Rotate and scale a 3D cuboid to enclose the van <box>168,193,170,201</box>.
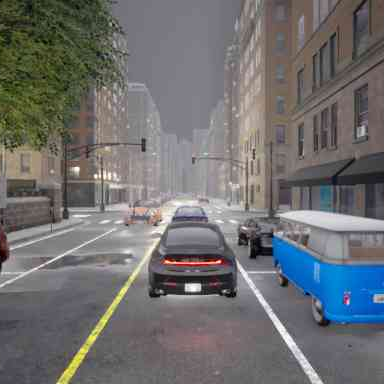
[{"bbox_3d":[-6.212,1.306,72.157,1.690,1.788,3.998,0,0,0],"label":"van"}]

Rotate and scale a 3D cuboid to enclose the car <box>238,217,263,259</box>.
[{"bbox_3d":[2.767,1.562,12.432,1.947,1.339,4.313,0,0,0],"label":"car"}]

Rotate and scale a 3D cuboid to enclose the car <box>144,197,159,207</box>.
[{"bbox_3d":[-6.045,1.494,50.185,1.752,1.417,4.829,0,0,0],"label":"car"}]

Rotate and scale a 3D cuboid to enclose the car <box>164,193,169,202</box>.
[{"bbox_3d":[-6.170,1.509,66.707,1.887,1.381,4.507,0,0,0],"label":"car"}]

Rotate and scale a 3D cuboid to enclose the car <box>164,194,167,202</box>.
[{"bbox_3d":[-6.129,1.510,61.256,1.887,1.381,4.507,0,0,0],"label":"car"}]

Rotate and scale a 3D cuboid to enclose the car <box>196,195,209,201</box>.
[{"bbox_3d":[2.353,1.405,66.807,1.967,1.590,4.097,0,0,0],"label":"car"}]

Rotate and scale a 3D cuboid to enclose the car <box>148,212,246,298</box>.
[{"bbox_3d":[0.011,1.503,8.514,1.837,1.490,4.892,0,0,0],"label":"car"}]

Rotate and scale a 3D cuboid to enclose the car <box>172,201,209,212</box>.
[{"bbox_3d":[-0.099,1.471,18.010,1.882,1.535,5.008,0,0,0],"label":"car"}]

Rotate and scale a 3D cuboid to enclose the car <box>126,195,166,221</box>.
[{"bbox_3d":[-3.165,1.263,22.426,2.097,1.767,4.553,0,0,0],"label":"car"}]

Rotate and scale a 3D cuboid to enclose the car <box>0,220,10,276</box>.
[{"bbox_3d":[-5.714,1.313,6.667,2.192,1.841,5.009,0,0,0],"label":"car"}]

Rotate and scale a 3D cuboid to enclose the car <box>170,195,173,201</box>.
[{"bbox_3d":[-6.253,1.517,77.608,2.008,1.369,4.403,0,0,0],"label":"car"}]

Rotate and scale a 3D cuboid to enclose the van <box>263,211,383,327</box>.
[{"bbox_3d":[2.810,1.340,6.772,1.690,1.788,3.998,0,0,0],"label":"van"}]
